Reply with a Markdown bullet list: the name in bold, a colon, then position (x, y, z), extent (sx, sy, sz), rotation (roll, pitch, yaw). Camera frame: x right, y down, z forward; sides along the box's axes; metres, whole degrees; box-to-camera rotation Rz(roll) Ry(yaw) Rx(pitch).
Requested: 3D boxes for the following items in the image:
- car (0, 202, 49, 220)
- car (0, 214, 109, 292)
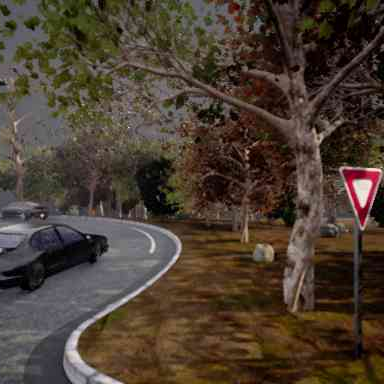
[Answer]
- **car**: position (-13.667, 1.541, 26.736), extent (4.892, 1.490, 1.837), rotation (0, -1, 28)
- **car**: position (-4.176, 1.559, 9.037), extent (2.033, 1.411, 5.357), rotation (0, 0, 10)
